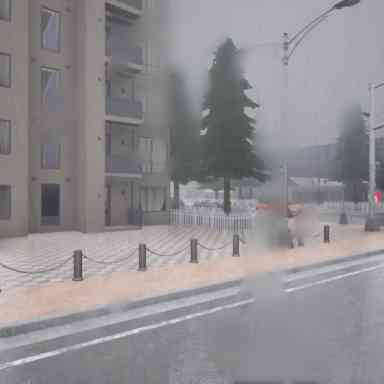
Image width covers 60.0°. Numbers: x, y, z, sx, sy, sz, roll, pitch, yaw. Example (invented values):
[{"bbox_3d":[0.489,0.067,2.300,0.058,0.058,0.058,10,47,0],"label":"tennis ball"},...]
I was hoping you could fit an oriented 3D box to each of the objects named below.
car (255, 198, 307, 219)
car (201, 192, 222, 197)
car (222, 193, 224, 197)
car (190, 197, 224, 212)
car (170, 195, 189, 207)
[{"bbox_3d":[7.872,1.367,29.600,2.097,1.767,4.553,0,0,-37],"label":"car"},{"bbox_3d":[5.388,1.113,92.669,1.932,1.855,4.605,0,0,-37],"label":"car"},{"bbox_3d":[7.475,1.092,94.733,1.905,1.878,3.866,0,0,-37],"label":"car"},{"bbox_3d":[1.828,1.579,37.589,1.994,1.385,4.181,0,0,-37],"label":"car"},{"bbox_3d":[-3.253,1.563,50.387,2.033,1.411,5.357,0,0,-37],"label":"car"}]
